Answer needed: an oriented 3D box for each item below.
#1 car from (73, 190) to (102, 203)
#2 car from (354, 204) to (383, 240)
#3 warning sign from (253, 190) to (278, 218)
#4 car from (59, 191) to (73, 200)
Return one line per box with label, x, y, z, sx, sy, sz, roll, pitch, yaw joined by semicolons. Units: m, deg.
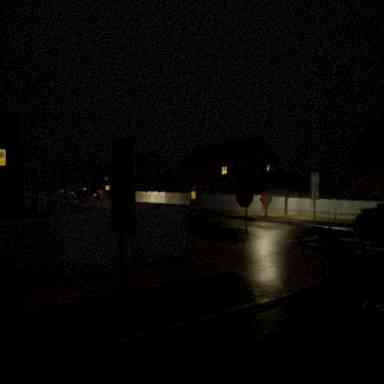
car;-13.705;0.531;44.279;2.097;1.767;4.553;0;1;-35
car;8.654;1.077;12.610;2.150;2.045;5.566;2;0;-8
warning sign;5.022;0.777;22.642;1.300;1.860;1.060;-1;1;-36
car;-19.640;0.586;52.379;2.033;1.411;5.357;0;1;-36
